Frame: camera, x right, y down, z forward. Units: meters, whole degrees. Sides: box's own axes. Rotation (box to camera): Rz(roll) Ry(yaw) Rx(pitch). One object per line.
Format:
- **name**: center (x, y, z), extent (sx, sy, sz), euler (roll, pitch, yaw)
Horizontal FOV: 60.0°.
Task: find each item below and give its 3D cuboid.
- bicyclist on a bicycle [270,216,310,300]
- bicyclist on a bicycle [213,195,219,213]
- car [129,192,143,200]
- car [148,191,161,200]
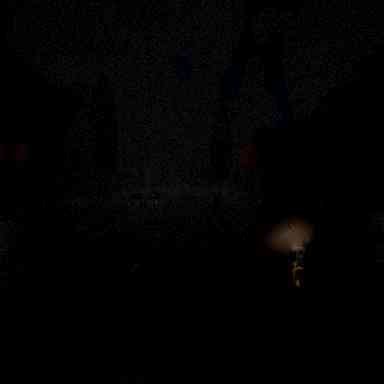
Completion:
- **bicyclist on a bicycle**: center (2.152, 1.305, 7.076), extent (0.866, 1.612, 1.509), euler (-1, 3, 0)
- **bicyclist on a bicycle**: center (2.253, 1.140, 31.185), extent (0.582, 1.620, 1.656), euler (0, 1, 0)
- **car**: center (-9.746, 0.658, 58.112), extent (1.895, 1.301, 4.718), euler (0, 1, 0)
- **car**: center (-6.496, 0.548, 58.140), extent (2.128, 1.511, 4.902), euler (0, 1, 0)
